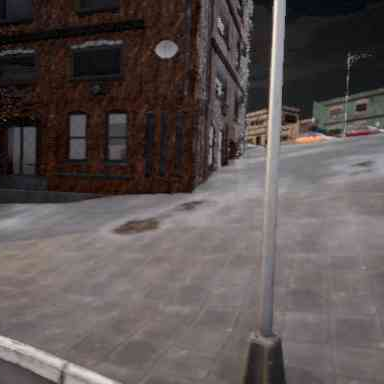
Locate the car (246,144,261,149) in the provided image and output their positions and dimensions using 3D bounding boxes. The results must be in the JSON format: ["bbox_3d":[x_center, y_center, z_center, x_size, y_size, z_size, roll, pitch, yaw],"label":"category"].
[{"bbox_3d":[7.510,-5.646,44.162,2.231,1.521,4.892,1,2,-29],"label":"car"}]

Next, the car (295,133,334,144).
[{"bbox_3d":[12.928,-5.358,34.573,2.185,1.767,4.553,1,2,-29],"label":"car"}]

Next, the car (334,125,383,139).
[{"bbox_3d":[15.640,-5.144,29.769,2.185,1.767,4.553,1,2,-29],"label":"car"}]
